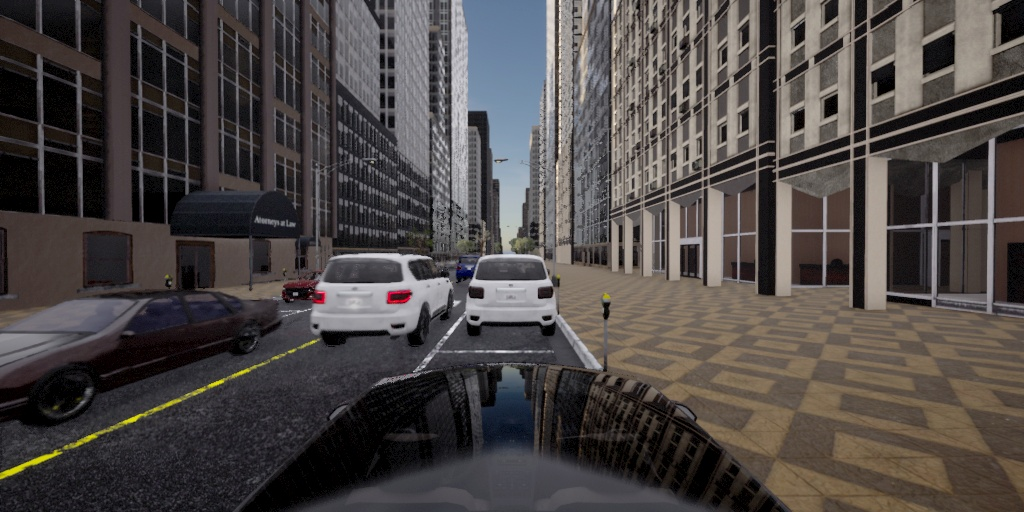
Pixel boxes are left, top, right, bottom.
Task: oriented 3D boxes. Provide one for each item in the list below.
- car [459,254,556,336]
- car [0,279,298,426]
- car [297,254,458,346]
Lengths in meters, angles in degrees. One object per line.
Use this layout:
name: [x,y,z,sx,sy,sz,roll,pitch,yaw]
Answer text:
car: [-0.020,0.980,10.527,2.150,2.045,5.566,0,0,0]
car: [-6.238,1.305,5.969,2.033,1.411,5.357,0,0,0]
car: [-3.028,0.976,9.581,2.150,2.045,5.566,0,0,0]
